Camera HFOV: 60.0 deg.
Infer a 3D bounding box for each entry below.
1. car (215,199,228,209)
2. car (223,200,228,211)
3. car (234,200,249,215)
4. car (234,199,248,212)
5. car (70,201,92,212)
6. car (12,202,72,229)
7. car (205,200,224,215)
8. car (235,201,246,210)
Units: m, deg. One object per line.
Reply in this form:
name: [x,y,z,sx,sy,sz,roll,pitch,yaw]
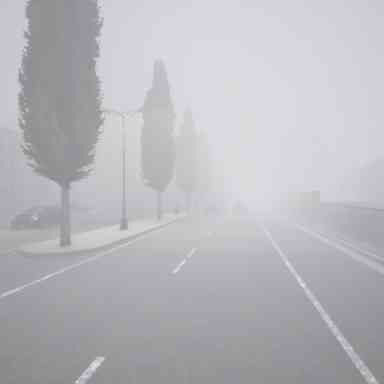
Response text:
car: [5.343,2.208,60.532,2.097,1.767,4.553,-1,-1,9]
car: [4.089,2.089,51.711,2.097,1.767,4.553,-1,-1,9]
car: [6.117,2.113,41.522,2.033,1.411,5.357,-1,-1,9]
car: [7.511,2.045,50.937,2.097,1.767,4.553,-1,-1,9]
car: [-17.455,2.012,48.648,5.357,1.411,2.033,4,0,11]
car: [-11.635,1.848,25.625,2.097,1.767,4.553,-1,-1,9]
car: [2.802,2.146,43.058,1.812,1.442,4.674,-1,-1,9]
car: [8.810,2.321,60.039,1.837,1.490,4.892,-1,-1,9]
